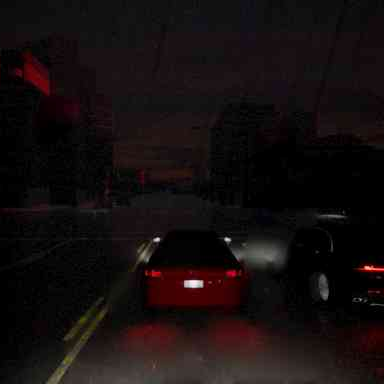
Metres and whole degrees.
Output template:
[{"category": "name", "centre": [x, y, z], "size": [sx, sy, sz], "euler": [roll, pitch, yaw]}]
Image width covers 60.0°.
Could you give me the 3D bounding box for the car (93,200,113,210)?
[{"category": "car", "centre": [-12.386, 1.752, 46.470], "size": [1.895, 1.301, 4.718], "euler": [0, -1, -3]}]

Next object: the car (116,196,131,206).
[{"category": "car", "centre": [-13.443, 1.771, 65.745], "size": [2.150, 2.045, 5.566], "euler": [0, -1, -3]}]

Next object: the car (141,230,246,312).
[{"category": "car", "centre": [0.009, 1.562, 7.776], "size": [1.994, 1.385, 4.181], "euler": [0, 0, -1]}]

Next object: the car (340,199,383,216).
[{"category": "car", "centre": [15.700, 1.309, 28.739], "size": [5.357, 1.411, 2.033], "euler": [-1, 0, -4]}]

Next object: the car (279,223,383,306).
[{"category": "car", "centre": [3.505, 1.503, 8.004], "size": [1.837, 1.490, 4.892], "euler": [0, 0, 0]}]
